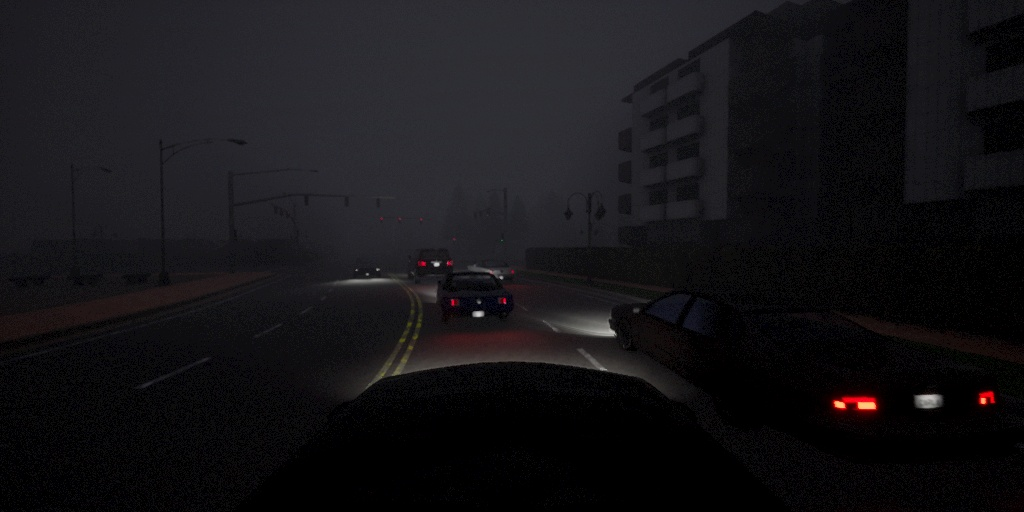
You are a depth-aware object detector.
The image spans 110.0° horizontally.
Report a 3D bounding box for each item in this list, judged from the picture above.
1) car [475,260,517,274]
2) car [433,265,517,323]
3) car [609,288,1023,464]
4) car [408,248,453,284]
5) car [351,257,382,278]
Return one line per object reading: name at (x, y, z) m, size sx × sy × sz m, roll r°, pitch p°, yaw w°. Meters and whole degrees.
car at (-1.411, 0.891, 22.337) m, size 1.895 × 1.301 × 4.718 m, roll -1°, pitch 1°, yaw -21°
car at (-1.365, 1.139, 11.267) m, size 1.895 × 1.301 × 4.718 m, roll 0°, pitch 1°, yaw -13°
car at (3.248, 1.206, 5.492) m, size 2.033 × 1.411 × 5.357 m, roll 0°, pitch 1°, yaw -5°
car at (-5.146, 0.521, 22.275) m, size 2.150 × 2.045 × 5.566 m, roll -1°, pitch 1°, yaw -22°
car at (-10.688, 0.779, 26.379) m, size 2.033 × 1.411 × 5.357 m, roll -1°, pitch 1°, yaw -23°
